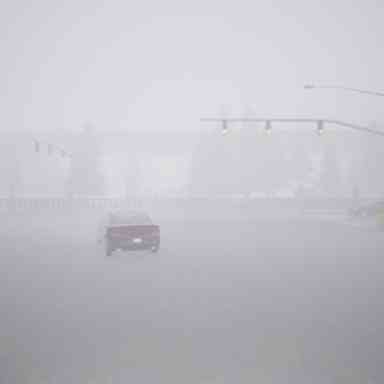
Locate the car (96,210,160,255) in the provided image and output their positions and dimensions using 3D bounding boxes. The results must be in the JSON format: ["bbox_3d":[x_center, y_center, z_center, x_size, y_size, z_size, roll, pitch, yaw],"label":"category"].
[{"bbox_3d":[-2.720,1.472,13.453,1.882,1.535,5.008,0,0,-21],"label":"car"}]

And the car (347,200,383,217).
[{"bbox_3d":[16.633,1.488,30.094,4.892,1.490,1.837,0,0,0],"label":"car"}]
